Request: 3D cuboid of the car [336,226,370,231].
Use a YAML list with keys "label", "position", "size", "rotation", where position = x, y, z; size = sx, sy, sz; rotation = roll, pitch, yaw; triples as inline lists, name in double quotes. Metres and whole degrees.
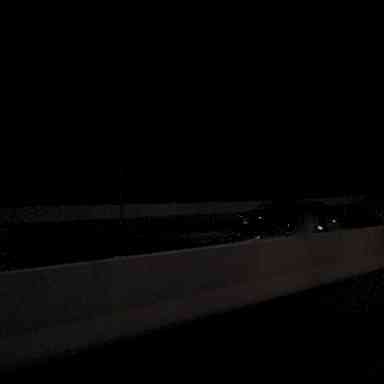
- label: "car"
  position: [8.530, 1.590, 19.060]
  size: [4.718, 1.301, 1.895]
  rotation: [0, 0, -39]
